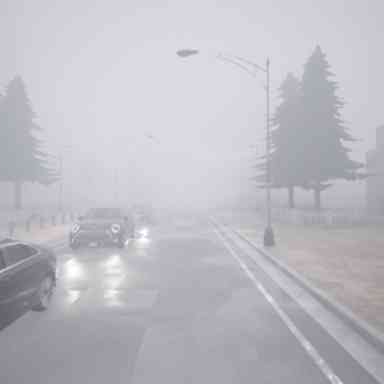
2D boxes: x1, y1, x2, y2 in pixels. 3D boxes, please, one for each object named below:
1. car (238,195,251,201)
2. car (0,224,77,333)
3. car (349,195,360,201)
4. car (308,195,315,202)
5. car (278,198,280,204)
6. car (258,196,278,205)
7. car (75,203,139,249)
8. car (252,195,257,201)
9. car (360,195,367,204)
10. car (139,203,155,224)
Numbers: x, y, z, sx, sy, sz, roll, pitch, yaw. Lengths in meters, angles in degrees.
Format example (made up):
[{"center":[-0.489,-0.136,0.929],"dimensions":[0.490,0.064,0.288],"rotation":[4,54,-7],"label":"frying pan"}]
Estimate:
[{"center":[12.603,1.587,83.162],"dimensions":[2.007,1.523,4.514],"rotation":[0,0,-1],"label":"car"},{"center":[-3.663,1.531,5.016],"dimensions":[2.128,1.511,4.902],"rotation":[0,0,-1],"label":"car"},{"center":[37.652,1.386,75.744],"dimensions":[2.007,1.523,4.514],"rotation":[0,0,-1],"label":"car"},{"center":[27.659,1.460,75.688],"dimensions":[1.845,1.501,3.633],"rotation":[0,0,-1],"label":"car"},{"center":[15.775,1.545,64.579],"dimensions":[1.970,1.475,3.806],"rotation":[0,0,-1],"label":"car"},{"center":[12.868,1.522,57.129],"dimensions":[1.845,1.501,3.633],"rotation":[0,0,-1],"label":"car"},{"center":[-3.847,1.429,14.930],"dimensions":[2.097,1.767,4.553],"rotation":[0,0,-2],"label":"car"},{"center":[15.739,1.562,83.245],"dimensions":[2.152,1.636,5.027],"rotation":[0,0,-1],"label":"car"},{"center":[31.451,1.148,57.176],"dimensions":[1.932,1.855,4.605],"rotation":[0,0,-1],"label":"car"},{"center":[-3.981,1.625,26.170],"dimensions":[2.128,1.511,4.902],"rotation":[0,0,-1],"label":"car"}]
